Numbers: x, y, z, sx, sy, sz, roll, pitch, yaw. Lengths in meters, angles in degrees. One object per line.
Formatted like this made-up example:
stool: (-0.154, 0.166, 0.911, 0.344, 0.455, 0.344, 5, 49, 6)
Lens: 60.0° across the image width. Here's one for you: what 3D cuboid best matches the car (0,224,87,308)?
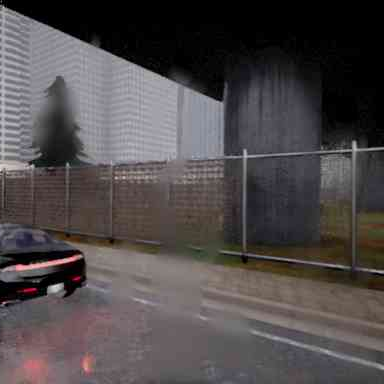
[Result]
car: (-4.291, 1.434, 7.100, 4.902, 1.511, 2.128, 0, 0, 36)
